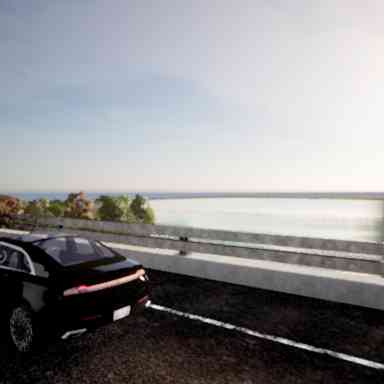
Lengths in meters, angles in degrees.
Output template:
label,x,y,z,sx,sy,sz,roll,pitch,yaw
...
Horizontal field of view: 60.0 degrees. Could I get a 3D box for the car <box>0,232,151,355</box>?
label,x,y,z,sx,sy,sz,roll,pitch,yaw
car,-2.963,1.505,6.132,4.902,1.511,2.128,0,0,36
